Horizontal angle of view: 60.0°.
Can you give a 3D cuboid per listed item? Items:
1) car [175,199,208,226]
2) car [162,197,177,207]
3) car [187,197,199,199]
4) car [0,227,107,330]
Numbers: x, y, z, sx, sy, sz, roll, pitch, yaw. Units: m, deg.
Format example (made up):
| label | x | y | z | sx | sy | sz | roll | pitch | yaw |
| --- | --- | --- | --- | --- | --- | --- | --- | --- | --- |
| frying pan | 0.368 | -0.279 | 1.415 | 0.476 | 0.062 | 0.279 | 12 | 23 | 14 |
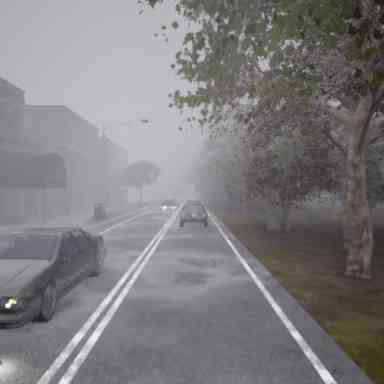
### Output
| label | x | y | z | sx | sy | sz | roll | pitch | yaw |
| --- | --- | --- | --- | --- | --- | --- | --- | --- | --- |
| car | 0.110 | 1.480 | 22.959 | 2.033 | 1.411 | 5.357 | 0 | 0 | 0 |
| car | -3.301 | 1.411 | 48.747 | 1.994 | 1.385 | 4.181 | 0 | 0 | 0 |
| car | 0.121 | 1.348 | 41.601 | 1.882 | 1.535 | 5.008 | 0 | 0 | 0 |
| car | -3.349 | 1.528 | 7.407 | 2.033 | 1.411 | 5.357 | 0 | 0 | 0 |
